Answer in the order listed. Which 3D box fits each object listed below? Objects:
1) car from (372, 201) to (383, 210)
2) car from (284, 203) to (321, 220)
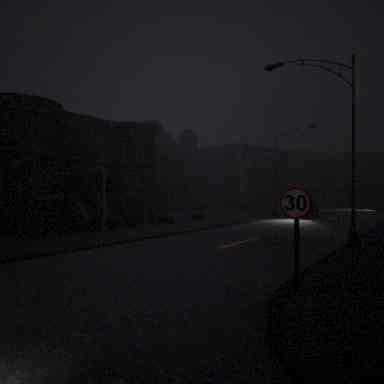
[{"bbox_3d":[24.505,1.571,40.776,4.181,1.385,1.994,0,0,3],"label":"car"},{"bbox_3d":[9.726,1.547,28.922,2.033,1.411,5.357,0,0,35],"label":"car"}]
